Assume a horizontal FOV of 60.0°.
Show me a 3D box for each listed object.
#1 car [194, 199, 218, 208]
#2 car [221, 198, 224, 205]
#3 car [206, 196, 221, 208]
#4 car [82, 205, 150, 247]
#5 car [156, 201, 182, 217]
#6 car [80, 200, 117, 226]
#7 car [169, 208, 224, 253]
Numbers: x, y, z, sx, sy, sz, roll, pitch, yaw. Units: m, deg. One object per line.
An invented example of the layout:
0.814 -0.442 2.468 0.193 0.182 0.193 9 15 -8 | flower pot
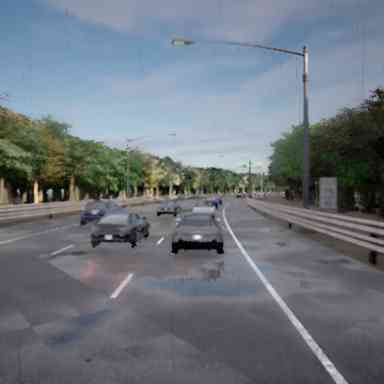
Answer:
1.181 1.604 30.510 1.895 1.301 4.718 0 0 4 | car
4.528 1.502 59.739 1.837 1.490 4.892 0 0 9 | car
2.698 1.482 46.021 1.882 1.535 5.008 0 0 7 | car
-3.077 1.530 14.884 1.812 1.442 4.674 0 0 2 | car
-2.114 1.553 31.666 2.033 1.411 5.357 0 0 4 | car
-6.169 1.360 23.591 2.097 1.767 4.553 0 0 3 | car
0.263 1.566 13.755 1.994 1.385 4.181 0 0 2 | car
